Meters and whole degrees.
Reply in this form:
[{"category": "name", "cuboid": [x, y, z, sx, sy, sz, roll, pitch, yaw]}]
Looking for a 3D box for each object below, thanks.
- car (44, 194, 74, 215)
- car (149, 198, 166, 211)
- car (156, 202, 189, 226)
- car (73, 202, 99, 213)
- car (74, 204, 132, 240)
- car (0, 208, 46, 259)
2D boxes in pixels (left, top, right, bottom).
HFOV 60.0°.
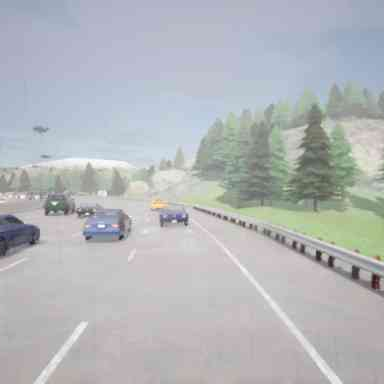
[{"category": "car", "cuboid": [-13.550, 1.247, 34.334, 2.150, 2.045, 5.566, 0, 0, -10]}, {"category": "car", "cuboid": [-4.169, 1.487, 41.119, 1.882, 1.535, 5.008, 0, 0, -11]}, {"category": "car", "cuboid": [-1.381, 1.604, 23.529, 1.895, 1.301, 4.718, 0, 0, -7]}, {"category": "car", "cuboid": [-9.487, 1.619, 31.239, 1.895, 1.301, 4.718, 0, 0, -9]}, {"category": "car", "cuboid": [-4.244, 1.556, 17.218, 2.033, 1.411, 5.357, 0, 0, -5]}, {"category": "car", "cuboid": [-7.417, 1.540, 12.530, 1.812, 1.442, 4.674, 0, 0, -4]}]
